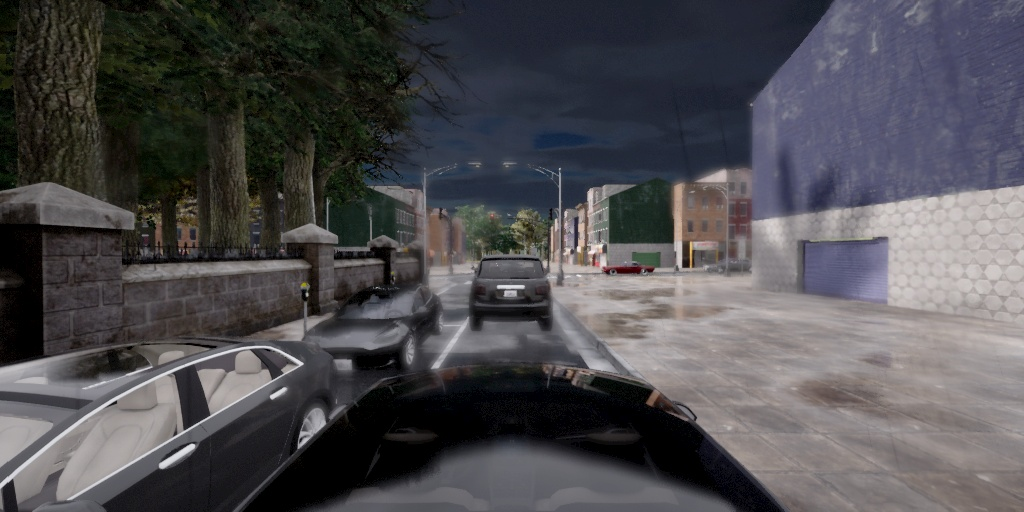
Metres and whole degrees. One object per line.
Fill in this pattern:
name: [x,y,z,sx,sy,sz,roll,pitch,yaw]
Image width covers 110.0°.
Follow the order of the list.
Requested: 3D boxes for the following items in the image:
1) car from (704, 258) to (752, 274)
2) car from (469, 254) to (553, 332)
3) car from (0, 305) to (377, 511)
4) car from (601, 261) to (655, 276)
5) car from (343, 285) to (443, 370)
car: [21.027,0.942,34.296,4.902,1.511,2.128,-1,1,0]
car: [-0.012,0.973,11.046,2.150,2.045,5.566,0,0,0]
car: [-2.641,1.300,2.047,2.007,1.370,4.403,0,0,0]
car: [10.989,1.186,34.310,4.718,1.301,1.895,-1,1,0]
car: [-2.635,1.316,7.736,1.948,1.339,4.313,0,0,0]
